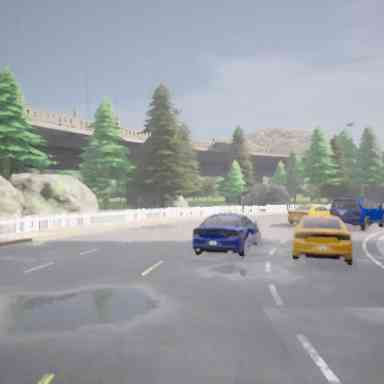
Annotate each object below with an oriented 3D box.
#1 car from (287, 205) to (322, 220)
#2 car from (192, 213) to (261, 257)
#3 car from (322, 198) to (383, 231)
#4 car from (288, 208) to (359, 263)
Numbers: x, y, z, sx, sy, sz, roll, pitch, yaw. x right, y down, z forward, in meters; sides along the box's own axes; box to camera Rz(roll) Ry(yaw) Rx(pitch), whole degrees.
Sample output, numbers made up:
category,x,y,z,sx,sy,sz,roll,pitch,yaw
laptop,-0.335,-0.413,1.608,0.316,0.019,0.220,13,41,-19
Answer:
category,x,y,z,sx,sy,sz,roll,pitch,yaw
car,9.266,1.720,25.332,5.008,1.535,1.882,0,-1,-41
car,1.561,1.609,13.730,1.882,1.535,5.008,0,0,20
car,11.311,1.433,22.521,5.566,2.045,2.150,0,-1,-43
car,4.888,1.599,12.645,1.882,1.535,5.008,0,0,20
